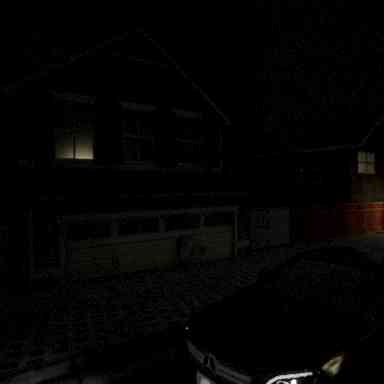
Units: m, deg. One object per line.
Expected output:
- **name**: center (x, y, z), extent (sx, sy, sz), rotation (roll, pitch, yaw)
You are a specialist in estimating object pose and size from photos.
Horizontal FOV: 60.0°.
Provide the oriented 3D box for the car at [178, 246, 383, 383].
- **car**: center (2.013, 1.530, 4.465), extent (4.674, 1.442, 1.812), rotation (0, 0, -36)
